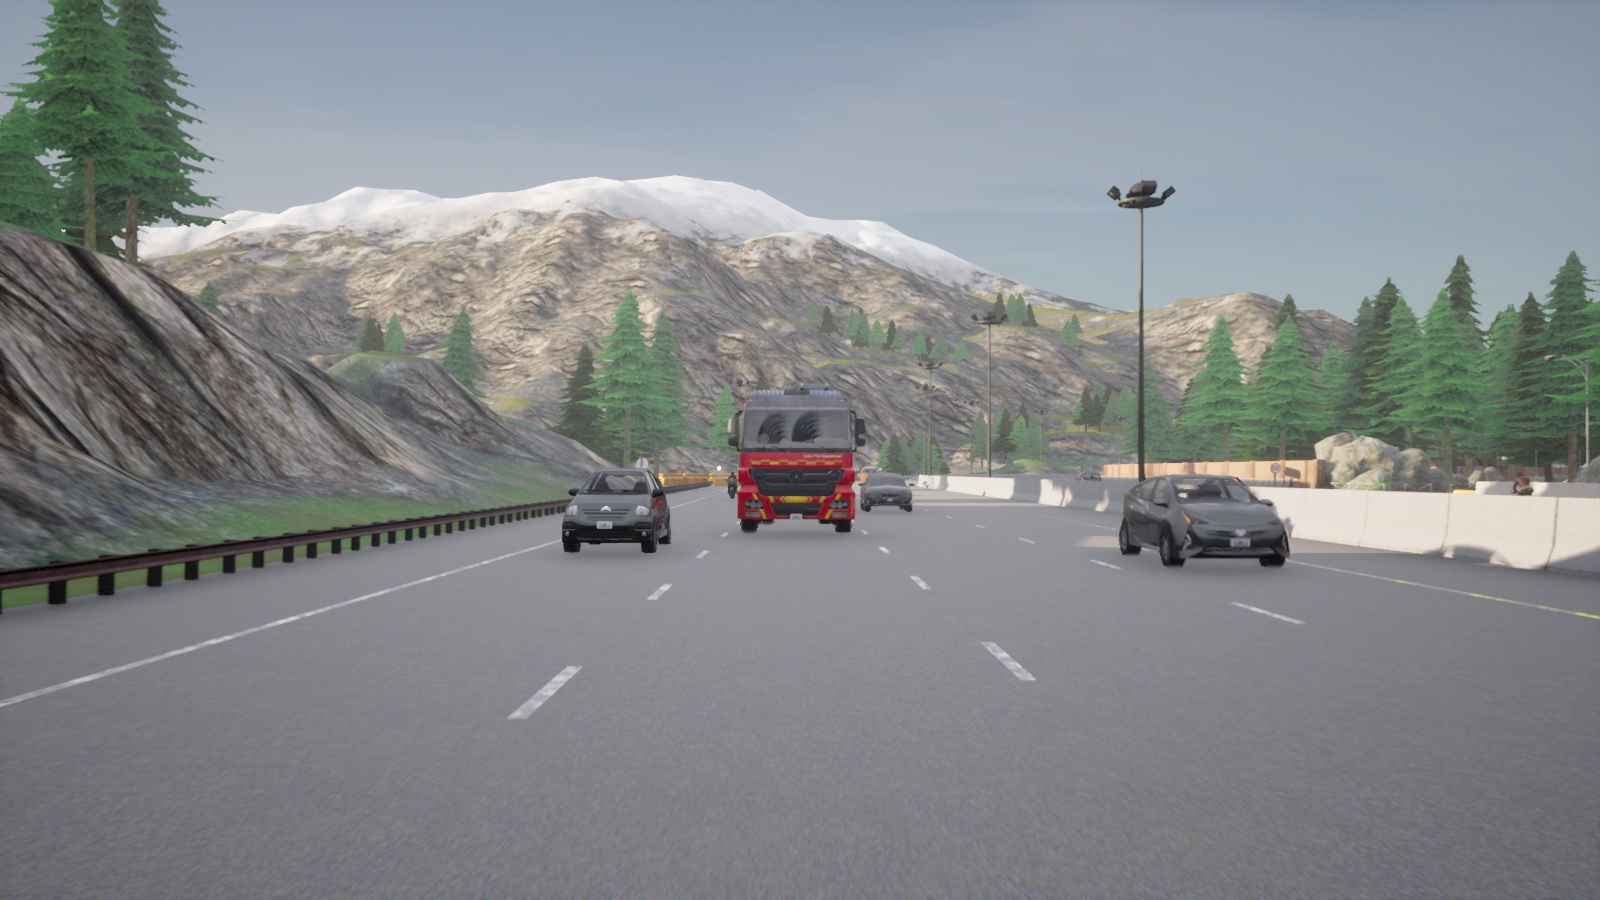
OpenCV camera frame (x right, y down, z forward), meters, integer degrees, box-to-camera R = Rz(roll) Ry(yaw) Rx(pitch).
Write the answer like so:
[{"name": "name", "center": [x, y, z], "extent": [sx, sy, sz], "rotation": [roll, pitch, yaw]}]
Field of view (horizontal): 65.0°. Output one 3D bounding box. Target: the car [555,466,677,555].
[{"name": "car", "center": [-3.563, 1.145, 24.959], "extent": [1.851, 1.617, 3.988], "rotation": [0, -1, 0]}]

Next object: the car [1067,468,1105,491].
[{"name": "car", "center": [20.778, 2.161, 91.473], "extent": [1.851, 1.617, 3.988], "rotation": [0, -1, 0]}]

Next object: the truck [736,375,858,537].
[{"name": "truck", "center": [-0.088, 0.220, 34.010], "extent": [2.891, 3.827, 8.468], "rotation": [0, -1, 0]}]

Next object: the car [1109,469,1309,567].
[{"name": "car", "center": [6.947, 1.100, 21.887], "extent": [2.007, 1.525, 4.514], "rotation": [0, -1, 0]}]

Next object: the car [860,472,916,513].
[{"name": "car", "center": [3.381, 1.630, 49.253], "extent": [1.837, 1.490, 4.892], "rotation": [0, -1, 0]}]
